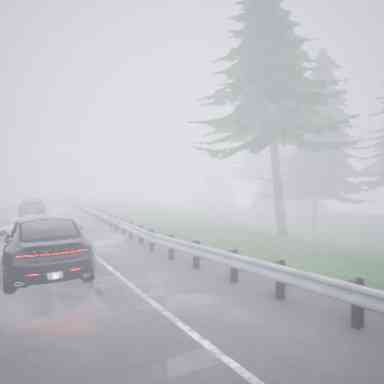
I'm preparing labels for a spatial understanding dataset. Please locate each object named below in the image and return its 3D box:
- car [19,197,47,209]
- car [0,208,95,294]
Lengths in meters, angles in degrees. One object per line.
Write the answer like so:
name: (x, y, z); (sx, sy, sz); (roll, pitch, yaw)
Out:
car: (-12.767, 1.176, 26.720); (2.128, 1.511, 4.902); (-1, 1, -24)
car: (-3.877, 1.391, 8.744); (1.837, 1.490, 4.892); (-2, 1, -28)
